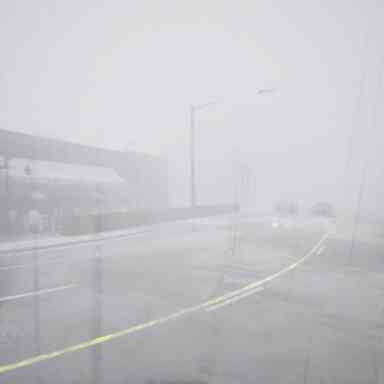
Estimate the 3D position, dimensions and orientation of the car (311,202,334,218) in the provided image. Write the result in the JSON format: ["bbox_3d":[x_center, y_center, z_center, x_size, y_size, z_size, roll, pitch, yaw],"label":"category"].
[{"bbox_3d":[12.649,1.705,32.084,2.033,1.411,5.357,-1,-1,26],"label":"car"}]

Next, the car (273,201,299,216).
[{"bbox_3d":[9.537,1.562,33.690,1.994,1.385,4.181,-1,-1,26],"label":"car"}]
